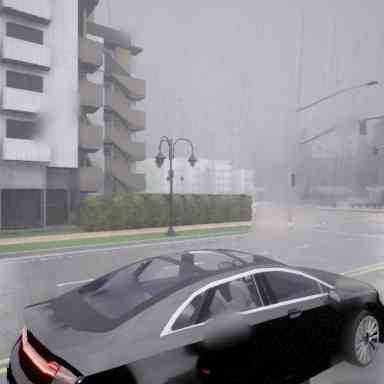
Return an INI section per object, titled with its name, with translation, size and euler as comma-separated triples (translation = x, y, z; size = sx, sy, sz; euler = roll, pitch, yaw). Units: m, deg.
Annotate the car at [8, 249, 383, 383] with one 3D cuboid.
[car]
translation = 0.520, 1.492, 4.128
size = 4.902, 1.511, 2.128
euler = 0, 0, -35
